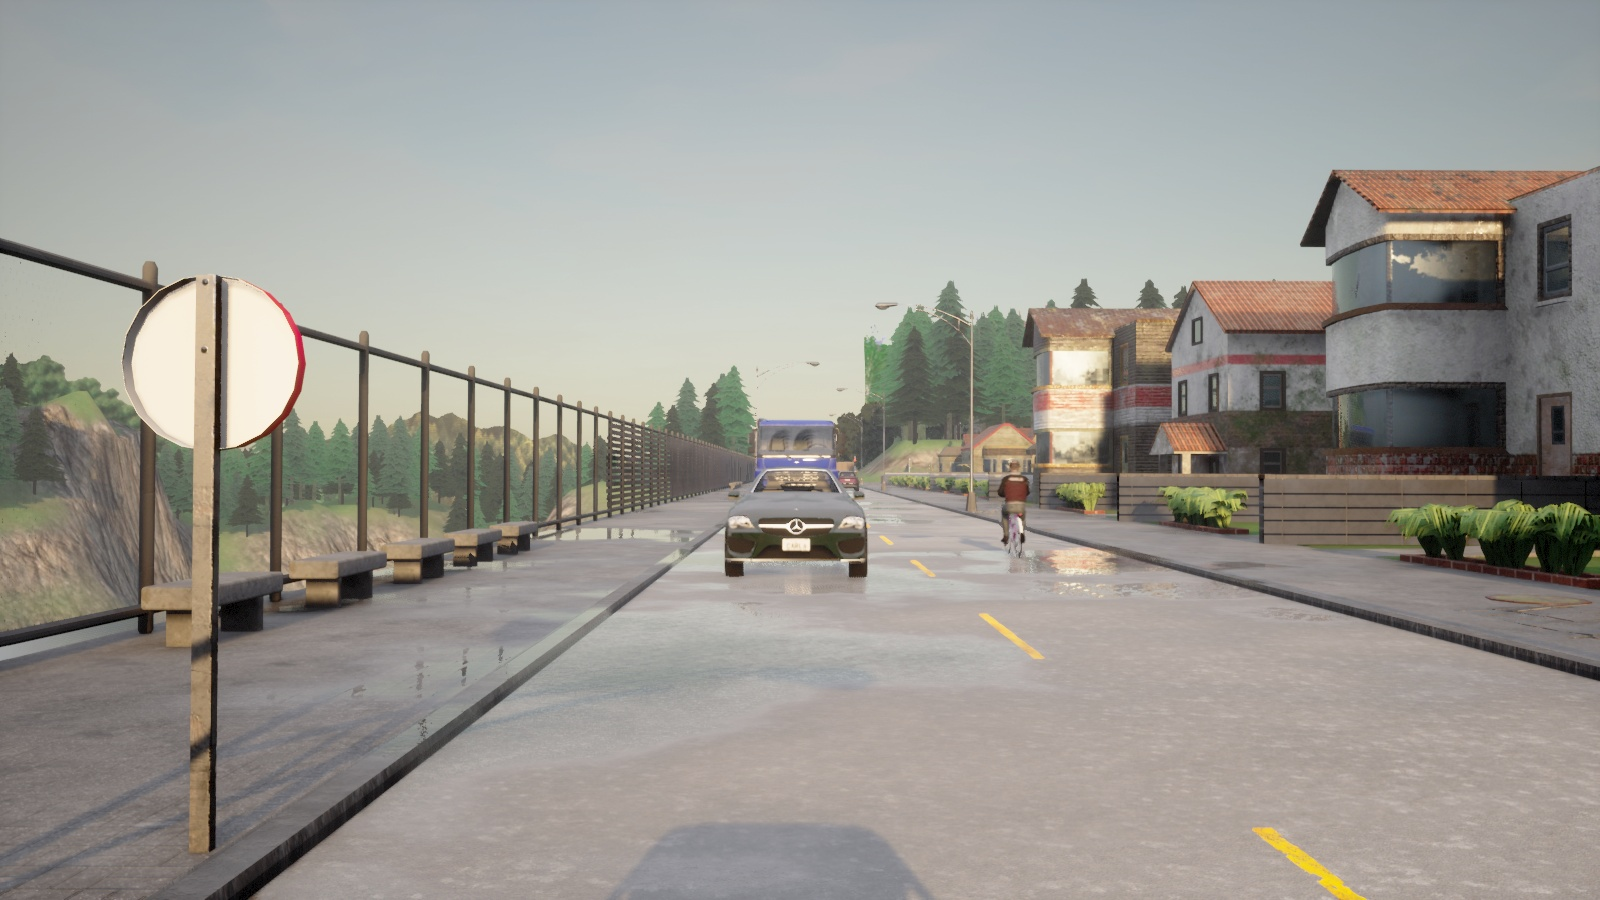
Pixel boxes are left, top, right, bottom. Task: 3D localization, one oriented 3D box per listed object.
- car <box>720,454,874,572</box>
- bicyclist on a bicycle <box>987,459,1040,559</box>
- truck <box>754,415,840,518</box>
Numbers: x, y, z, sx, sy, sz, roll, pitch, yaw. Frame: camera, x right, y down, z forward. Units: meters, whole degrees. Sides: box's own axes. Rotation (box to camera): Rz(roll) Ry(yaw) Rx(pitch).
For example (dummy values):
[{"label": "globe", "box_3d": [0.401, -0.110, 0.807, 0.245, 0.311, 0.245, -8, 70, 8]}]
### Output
[{"label": "car", "box_3d": [-0.051, 0.932, 20.191, 2.152, 1.651, 5.027, 0, -1, 0]}, {"label": "bicyclist on a bicycle", "box_3d": [3.942, 1.060, 23.320, 0.659, 1.776, 1.843, 0, -1, 0]}, {"label": "truck", "box_3d": [-0.119, 0.611, 46.425, 2.891, 3.462, 7.936, 0, -1, 0]}]
